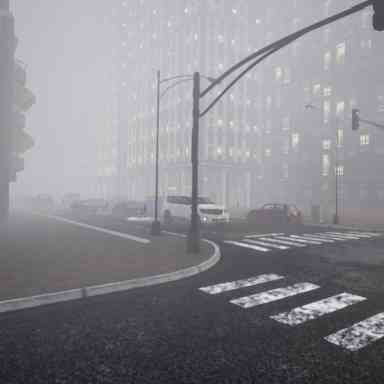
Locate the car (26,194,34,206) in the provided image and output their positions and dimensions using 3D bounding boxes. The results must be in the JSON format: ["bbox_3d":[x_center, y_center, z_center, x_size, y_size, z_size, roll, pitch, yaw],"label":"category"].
[{"bbox_3d":[-23.868,1.432,51.383,1.802,1.307,4.206,1,-1,-35],"label":"car"}]

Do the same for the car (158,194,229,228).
[{"bbox_3d":[0.049,1.170,22.118,2.150,2.045,5.566,1,-1,-35],"label":"car"}]

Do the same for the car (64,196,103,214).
[{"bbox_3d":[-10.805,1.427,32.948,2.008,1.369,4.403,1,-1,-35],"label":"car"}]

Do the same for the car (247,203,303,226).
[{"bbox_3d":[5.831,1.505,23.966,1.967,1.590,4.097,1,-1,-35],"label":"car"}]

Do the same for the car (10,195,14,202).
[{"bbox_3d":[-36.930,1.396,69.819,1.947,1.339,4.313,1,-1,-35],"label":"car"}]

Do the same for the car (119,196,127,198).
[{"bbox_3d":[-7.233,1.584,42.401,2.008,1.369,4.403,1,-1,-35],"label":"car"}]

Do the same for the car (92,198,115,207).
[{"bbox_3d":[-13.765,1.586,51.618,1.947,1.339,4.313,1,-1,-35],"label":"car"}]

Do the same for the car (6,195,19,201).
[{"bbox_3d":[-40.195,1.377,74.428,2.008,1.369,4.403,1,-1,-35],"label":"car"}]

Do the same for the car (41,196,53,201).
[{"bbox_3d":[-36.626,1.570,83.880,1.802,1.307,4.206,1,-1,-35],"label":"car"}]

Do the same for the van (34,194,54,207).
[{"bbox_3d":[-20.598,1.197,46.777,1.690,1.788,3.998,1,-1,-35],"label":"van"}]

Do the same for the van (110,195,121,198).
[{"bbox_3d":[-10.495,1.368,47.012,1.690,1.788,3.998,1,-1,-35],"label":"van"}]

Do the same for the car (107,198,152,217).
[{"bbox_3d":[-5.731,1.498,30.275,1.994,1.385,4.181,1,-1,-35],"label":"car"}]

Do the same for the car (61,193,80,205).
[{"bbox_3d":[-20.403,1.181,56.345,2.150,2.045,5.566,1,-1,-35],"label":"car"}]

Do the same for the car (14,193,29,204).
[{"bbox_3d":[-30.395,1.155,60.604,2.192,1.841,5.009,1,-1,-35],"label":"car"}]

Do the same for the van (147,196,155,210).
[{"bbox_3d":[-3.964,1.382,37.794,1.690,1.788,3.998,1,-1,-35],"label":"van"}]

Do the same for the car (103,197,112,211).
[{"bbox_3d":[-11.606,1.468,38.571,2.033,1.411,5.357,1,-1,-35],"label":"car"}]
